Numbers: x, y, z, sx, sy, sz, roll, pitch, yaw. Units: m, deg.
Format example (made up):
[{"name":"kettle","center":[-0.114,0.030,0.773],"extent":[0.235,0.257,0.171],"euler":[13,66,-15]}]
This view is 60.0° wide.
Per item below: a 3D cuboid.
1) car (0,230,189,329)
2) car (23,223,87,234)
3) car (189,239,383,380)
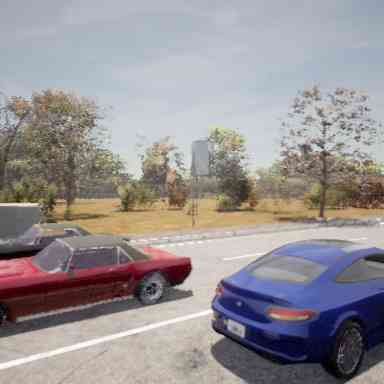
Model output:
[{"name":"car","center":[-2.402,1.595,6.560],"extent":[4.718,1.301,1.895],"euler":[0,0,-35]},{"name":"car","center":[-4.280,1.592,9.518],"extent":[4.718,1.301,1.895],"euler":[0,0,-35]},{"name":"car","center":[2.430,1.523,5.449],"extent":[4.674,1.442,1.812],"euler":[0,0,-35]}]
